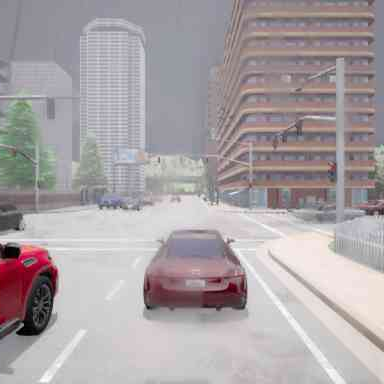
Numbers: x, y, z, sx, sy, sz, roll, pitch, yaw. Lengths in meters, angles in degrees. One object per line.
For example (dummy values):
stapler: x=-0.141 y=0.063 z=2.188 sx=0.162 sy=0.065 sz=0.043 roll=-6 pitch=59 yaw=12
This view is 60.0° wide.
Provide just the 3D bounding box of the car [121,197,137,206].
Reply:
car: x=-10.668 y=1.526 z=56.632 sx=1.812 sy=1.442 sz=4.674 roll=0 pitch=0 yaw=0

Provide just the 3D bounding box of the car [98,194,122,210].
car: x=-10.641 y=1.222 z=44.087 sx=2.150 sy=2.045 sz=5.566 roll=0 pitch=0 yaw=2

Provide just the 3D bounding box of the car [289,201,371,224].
car: x=9.722 y=1.544 z=23.605 sx=4.718 sy=1.301 sz=1.895 roll=0 pitch=0 yaw=-7

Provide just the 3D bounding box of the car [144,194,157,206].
car: x=-7.158 y=1.525 z=53.233 sx=1.812 sy=1.442 sz=4.674 roll=0 pitch=0 yaw=0

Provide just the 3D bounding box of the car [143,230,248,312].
car: x=0.081 y=1.564 z=7.819 sx=1.994 sy=1.385 sz=4.181 roll=0 pitch=0 yaw=1

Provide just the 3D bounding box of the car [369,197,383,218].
car: x=16.535 y=1.422 z=29.129 sx=5.008 sy=1.535 sz=1.882 roll=0 pitch=0 yaw=-20

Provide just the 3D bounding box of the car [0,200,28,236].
car: x=-10.624 y=1.329 z=17.144 sx=2.097 sy=1.767 sz=4.553 roll=0 pitch=0 yaw=0

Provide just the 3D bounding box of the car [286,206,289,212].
car: x=11.376 y=1.545 z=31.393 sx=4.718 sy=1.301 sz=1.895 roll=0 pitch=0 yaw=-13

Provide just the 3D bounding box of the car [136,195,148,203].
car: x=-10.605 y=1.500 z=71.243 sx=1.837 sy=1.490 sz=4.892 roll=0 pitch=0 yaw=0

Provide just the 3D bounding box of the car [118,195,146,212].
car: x=-6.970 y=1.491 z=39.015 sx=2.128 sy=1.511 sz=4.902 roll=0 pitch=0 yaw=-4

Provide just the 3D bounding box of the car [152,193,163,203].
car: x=-7.103 y=1.524 z=68.445 sx=1.812 sy=1.442 sz=4.674 roll=0 pitch=0 yaw=0

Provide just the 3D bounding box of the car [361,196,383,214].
car: x=19.815 y=1.296 z=34.249 sx=4.553 sy=1.767 sz=2.097 roll=0 pitch=0 yaw=-27

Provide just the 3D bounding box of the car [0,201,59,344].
car: x=-3.437 y=1.221 z=3.539 sx=2.150 sy=2.045 sz=5.566 roll=0 pitch=0 yaw=0

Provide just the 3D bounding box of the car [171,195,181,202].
car: x=-3.610 y=1.355 z=75.726 sx=2.097 sy=1.767 sz=4.553 roll=0 pitch=0 yaw=0
